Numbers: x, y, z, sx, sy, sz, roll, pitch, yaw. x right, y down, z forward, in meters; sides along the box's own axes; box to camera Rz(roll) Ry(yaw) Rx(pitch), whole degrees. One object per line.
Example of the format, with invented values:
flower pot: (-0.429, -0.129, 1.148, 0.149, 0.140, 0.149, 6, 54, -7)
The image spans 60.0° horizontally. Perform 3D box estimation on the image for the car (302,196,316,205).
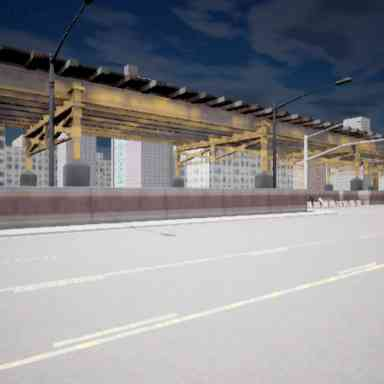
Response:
car: (17.090, 1.262, 48.580, 1.853, 1.218, 4.536, 0, 0, 18)

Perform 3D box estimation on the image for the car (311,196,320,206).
car: (17.074, 1.419, 48.531, 2.038, 1.542, 4.974, 0, 0, 18)

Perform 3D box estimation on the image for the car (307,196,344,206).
car: (20.985, 1.420, 52.290, 4.974, 1.542, 2.038, 0, 0, -7)

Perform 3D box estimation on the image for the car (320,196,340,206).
car: (20.933, 1.262, 52.283, 4.536, 1.218, 1.853, 0, 0, -7)

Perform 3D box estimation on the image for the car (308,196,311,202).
car: (13.329, 1.419, 45.846, 4.974, 1.542, 2.038, 0, 0, 8)
